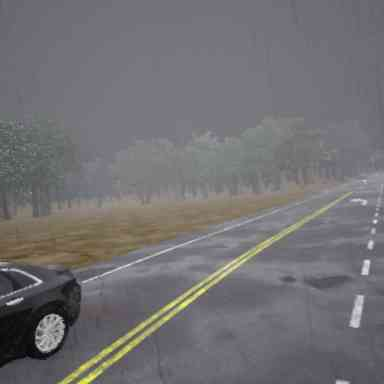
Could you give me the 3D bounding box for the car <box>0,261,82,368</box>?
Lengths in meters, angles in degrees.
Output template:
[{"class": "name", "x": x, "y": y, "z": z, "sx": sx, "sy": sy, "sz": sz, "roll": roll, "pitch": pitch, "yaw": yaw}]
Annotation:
[{"class": "car", "x": -3.497, "y": 1.786, "z": 3.963, "sx": 1.837, "sy": 1.490, "sz": 4.892, "roll": -5, "pitch": 0, "yaw": 25}]
